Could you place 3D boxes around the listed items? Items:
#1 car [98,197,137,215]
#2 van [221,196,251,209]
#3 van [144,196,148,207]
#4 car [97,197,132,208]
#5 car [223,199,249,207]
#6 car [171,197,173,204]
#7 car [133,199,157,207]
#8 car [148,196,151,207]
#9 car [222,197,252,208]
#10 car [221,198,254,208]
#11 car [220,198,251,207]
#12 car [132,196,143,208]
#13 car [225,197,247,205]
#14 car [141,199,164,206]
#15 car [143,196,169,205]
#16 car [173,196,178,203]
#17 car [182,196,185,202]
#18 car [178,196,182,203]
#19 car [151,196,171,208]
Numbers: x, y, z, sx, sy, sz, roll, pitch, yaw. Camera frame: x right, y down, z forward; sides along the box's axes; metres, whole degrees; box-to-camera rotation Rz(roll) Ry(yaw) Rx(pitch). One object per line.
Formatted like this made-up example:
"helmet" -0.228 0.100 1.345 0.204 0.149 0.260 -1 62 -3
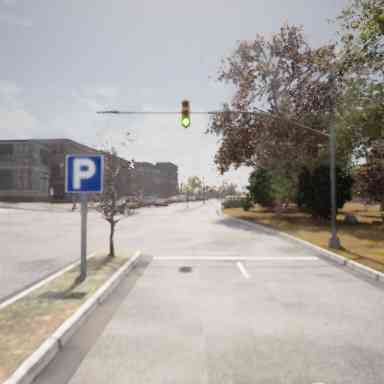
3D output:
"car" -7.762 1.610 35.197 2.128 1.511 4.902 1 -2 4
"van" 7.077 1.650 52.207 4.442 1.987 1.878 1 0 -14
"van" -10.470 1.770 58.532 4.442 1.987 1.878 -1 -1 -14
"car" -11.641 1.928 49.541 4.792 1.488 2.163 -1 -1 -15
"car" 8.469 2.048 64.010 4.674 1.452 2.002 1 -1 -13
"car" -7.886 2.243 79.472 5.008 1.535 2.097 -1 -1 -12
"car" -9.530 2.143 67.499 4.674 1.452 2.002 -1 -1 -13
"car" -10.253 2.034 61.501 4.892 1.521 2.231 -1 -1 -14
"car" 7.450 1.784 55.176 4.553 1.767 2.185 1 -1 -14
"car" 7.975 1.942 58.170 5.366 1.575 1.946 1 -1 -13
"car" 7.946 1.970 61.021 5.366 1.575 1.946 1 0 -13
"car" -11.007 1.921 52.536 5.366 1.575 1.946 -1 -1 -15
"car" 10.066 2.012 75.754 4.553 1.767 2.185 1 0 -11
"car" -8.737 2.213 73.484 4.674 1.452 2.002 -1 -1 -12
"car" -8.297 1.956 76.495 5.566 2.045 2.435 -1 -1 -12
"car" -6.943 2.312 85.436 5.008 1.535 2.097 -1 -1 -11
"car" -5.408 2.416 94.371 4.892 1.521 2.231 -1 -1 -10
"car" -5.923 2.255 91.397 4.553 1.767 2.185 -1 -1 -11
"car" -5.563 1.996 60.343 1.882 1.535 5.008 0 -1 6
